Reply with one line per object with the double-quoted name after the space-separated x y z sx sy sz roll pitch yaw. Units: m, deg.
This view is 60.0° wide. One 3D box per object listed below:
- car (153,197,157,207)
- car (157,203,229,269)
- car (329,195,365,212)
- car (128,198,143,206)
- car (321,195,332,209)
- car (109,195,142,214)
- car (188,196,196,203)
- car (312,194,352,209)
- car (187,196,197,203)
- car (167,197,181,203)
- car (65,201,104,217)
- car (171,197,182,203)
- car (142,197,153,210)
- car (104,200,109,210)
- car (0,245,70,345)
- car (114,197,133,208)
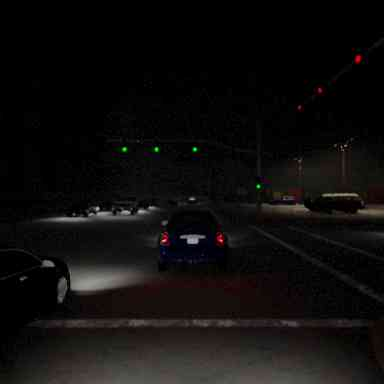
-7.062 1.663 56.854 2.128 1.511 4.902 0 0 1 "car"
0.009 1.415 11.507 2.097 1.767 4.553 0 0 0 "car"
21.707 1.580 46.117 3.806 1.475 1.970 0 0 1 "car"
-10.507 1.789 62.092 1.895 1.301 4.718 0 0 0 "car"
21.742 1.557 49.012 3.905 1.438 1.784 0 0 1 "car"
-7.232 1.333 36.669 2.150 2.045 5.566 0 0 -2 "car"
0.049 1.604 73.291 1.812 1.442 4.674 0 0 0 "car"
21.724 1.354 51.696 4.605 1.855 1.932 0 0 1 "car"
-0.001 1.789 63.222 1.895 1.301 4.718 0 0 0 "car"
-3.420 1.780 60.030 1.895 1.301 4.718 0 0 1 "car"
-10.741 1.650 33.049 2.033 1.411 5.357 0 0 0 "car"
-3.446 1.761 74.148 2.033 1.411 5.357 0 0 0 "car"
-7.163 1.742 46.695 1.895 1.301 4.718 0 0 1 "car"
-10.692 1.732 42.638 1.895 1.301 4.718 0 0 0 "car"
-3.454 1.535 5.054 1.837 1.490 4.892 0 0 0 "car"
-10.619 1.636 52.116 1.882 1.535 5.008 0 0 1 "car"
